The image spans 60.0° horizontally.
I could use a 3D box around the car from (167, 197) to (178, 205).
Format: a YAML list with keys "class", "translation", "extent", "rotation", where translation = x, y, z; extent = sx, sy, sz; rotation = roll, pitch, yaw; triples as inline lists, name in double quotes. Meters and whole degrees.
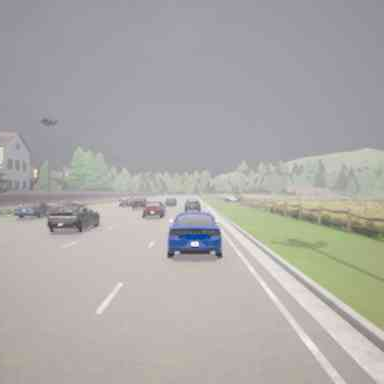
- class: "car"
  translation: [-3.425, 1.574, 54.954]
  extent: [2.128, 1.511, 4.902]
  rotation: [0, 0, 0]

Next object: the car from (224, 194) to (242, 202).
- class: "car"
  translation: [8.890, 1.320, 71.506]
  extent: [3.866, 1.878, 1.905]
  rotation: [0, 0, 0]

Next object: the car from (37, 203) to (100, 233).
- class: "car"
  translation: [-6.909, 1.522, 19.890]
  extent: [2.128, 1.511, 4.902]
  rotation: [0, 0, 0]

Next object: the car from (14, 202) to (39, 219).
- class: "car"
  translation: [-13.914, 1.593, 30.035]
  extent: [2.033, 1.411, 5.357]
  rotation: [0, 0, 0]

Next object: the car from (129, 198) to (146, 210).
- class: "car"
  translation: [-6.920, 1.573, 45.322]
  extent: [1.837, 1.490, 4.892]
  rotation: [0, 0, 0]

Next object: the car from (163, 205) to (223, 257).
- class: "car"
  translation: [0.095, 1.497, 13.065]
  extent: [1.882, 1.535, 5.008]
  rotation: [0, 0, 0]

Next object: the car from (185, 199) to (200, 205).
- class: "car"
  translation: [0.082, 1.552, 40.574]
  extent: [2.128, 1.511, 4.902]
  rotation: [0, 0, 0]

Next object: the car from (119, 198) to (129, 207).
- class: "car"
  translation: [-10.424, 1.682, 54.098]
  extent: [1.895, 1.301, 4.718]
  rotation: [0, 0, 0]

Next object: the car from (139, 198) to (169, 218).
- class: "car"
  translation: [-3.413, 1.572, 30.736]
  extent: [1.812, 1.442, 4.674]
  rotation: [0, 0, 0]

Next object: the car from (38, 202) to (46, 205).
- class: "car"
  translation: [-10.412, 1.590, 27.785]
  extent: [2.033, 1.411, 5.357]
  rotation: [0, 0, 0]
